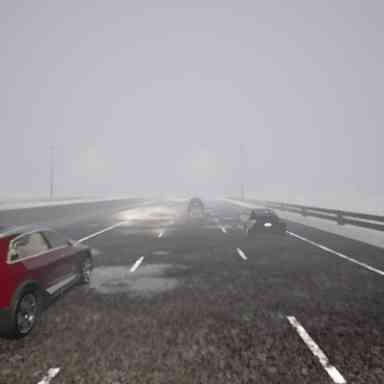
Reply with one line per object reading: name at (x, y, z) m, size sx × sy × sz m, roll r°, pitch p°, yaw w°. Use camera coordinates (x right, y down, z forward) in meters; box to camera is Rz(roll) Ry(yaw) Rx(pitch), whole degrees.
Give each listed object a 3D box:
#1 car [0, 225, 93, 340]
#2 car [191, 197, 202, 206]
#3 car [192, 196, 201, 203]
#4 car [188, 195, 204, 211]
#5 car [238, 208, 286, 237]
car at (-3.485, 1.429, 6.547) m, size 2.033 × 1.649 × 4.856 m, roll 0°, pitch 0°, yaw 0°
car at (0.820, 1.553, 55.958) m, size 1.812 × 1.442 × 4.674 m, roll 0°, pitch 0°, yaw 1°
car at (1.042, 1.546, 73.588) m, size 1.837 × 1.490 × 4.892 m, roll 0°, pitch 0°, yaw 1°
car at (0.468, 1.443, 40.383) m, size 2.033 × 1.649 × 4.856 m, roll 0°, pitch 0°, yaw 1°
car at (3.718, 1.565, 18.185) m, size 1.994 × 1.385 × 4.181 m, roll 0°, pitch 0°, yaw 1°
